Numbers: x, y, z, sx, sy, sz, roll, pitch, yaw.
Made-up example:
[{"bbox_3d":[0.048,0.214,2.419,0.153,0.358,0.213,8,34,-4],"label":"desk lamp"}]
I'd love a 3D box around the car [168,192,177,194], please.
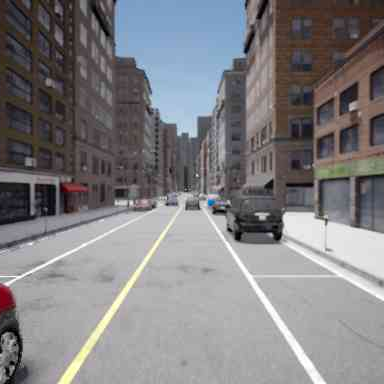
[{"bbox_3d":[-6.029,1.136,94.393,2.192,1.841,5.009,0,0,-1],"label":"car"}]

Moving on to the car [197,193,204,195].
[{"bbox_3d":[2.646,1.369,83.629,1.752,1.417,4.829,0,0,-1],"label":"car"}]

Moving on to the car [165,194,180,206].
[{"bbox_3d":[-3.011,1.472,51.008,1.994,1.385,4.181,0,0,0],"label":"car"}]

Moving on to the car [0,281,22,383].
[{"bbox_3d":[-3.101,1.348,2.101,2.097,1.767,4.553,0,0,0],"label":"car"}]

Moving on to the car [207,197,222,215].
[{"bbox_3d":[2.854,1.503,33.373,1.947,1.339,4.313,0,0,0],"label":"car"}]

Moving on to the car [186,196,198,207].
[{"bbox_3d":[0.002,1.431,51.559,1.812,1.442,4.674,0,0,0],"label":"car"}]

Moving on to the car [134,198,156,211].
[{"bbox_3d":[-5.671,1.510,38.809,1.802,1.307,4.206,0,0,0],"label":"car"}]

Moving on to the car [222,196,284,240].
[{"bbox_3d":[2.999,1.190,16.847,2.150,2.045,5.566,0,0,0],"label":"car"}]

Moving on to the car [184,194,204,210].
[{"bbox_3d":[0.083,1.413,41.836,2.128,1.511,4.902,0,0,0],"label":"car"}]

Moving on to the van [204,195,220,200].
[{"bbox_3d":[2.853,1.259,44.270,1.690,1.788,3.998,0,0,0],"label":"van"}]
